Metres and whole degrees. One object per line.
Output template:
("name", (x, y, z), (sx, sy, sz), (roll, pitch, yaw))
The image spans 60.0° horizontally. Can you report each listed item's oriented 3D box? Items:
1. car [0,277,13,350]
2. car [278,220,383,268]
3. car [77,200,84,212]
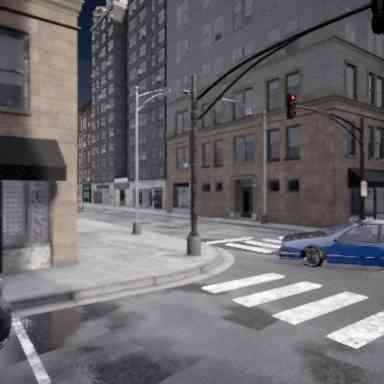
("car", (-4.355, 1.551, 3.423), (4.403, 1.369, 2.008), (0, 0, -36))
("car", (5.430, 1.567, 10.122), (5.357, 1.411, 2.033), (0, 0, 19))
("car", (-13.561, 1.350, 36.936), (2.097, 1.767, 4.553), (0, 0, -35))
